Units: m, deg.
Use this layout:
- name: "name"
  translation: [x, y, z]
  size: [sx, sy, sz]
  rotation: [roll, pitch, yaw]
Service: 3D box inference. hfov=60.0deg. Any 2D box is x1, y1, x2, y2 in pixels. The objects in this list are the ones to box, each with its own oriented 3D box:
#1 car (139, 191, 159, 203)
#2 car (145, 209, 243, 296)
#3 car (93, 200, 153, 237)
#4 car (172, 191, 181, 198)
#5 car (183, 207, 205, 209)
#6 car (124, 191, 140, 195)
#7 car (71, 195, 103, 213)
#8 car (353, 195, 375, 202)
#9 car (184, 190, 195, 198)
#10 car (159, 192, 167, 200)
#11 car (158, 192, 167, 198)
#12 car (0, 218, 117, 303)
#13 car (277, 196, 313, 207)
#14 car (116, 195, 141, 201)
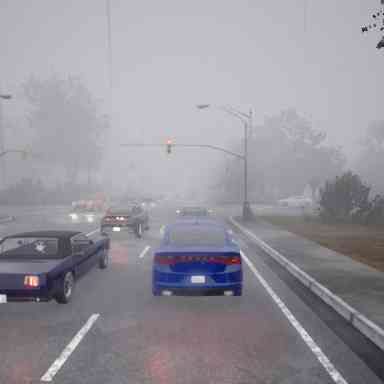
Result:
- name: "car"
  translation: [-7.016, 1.046, 55.015]
  size: [1.882, 1.535, 5.008]
  rotation: [0, 0, 0]
- name: "car"
  translation: [0.113, 1.446, 8.617]
  size: [1.882, 1.535, 5.008]
  rotation: [0, 0, 0]
- name: "car"
  translation: [-3.376, 1.402, 17.322]
  size: [1.837, 1.490, 4.892]
  rotation: [0, 0, 0]
- name: "car"
  translation: [-3.851, 0.737, 85.355]
  size: [2.033, 1.411, 5.357]
  rotation: [0, 1, -4]
- name: "car"
  translation: [0.124, 1.458, 17.599]
  size: [1.994, 1.385, 4.181]
  rotation: [0, 0, 0]
- name: "car"
  translation: [-10.507, 0.766, 57.691]
  size: [2.150, 2.045, 5.566]
  rotation: [0, 0, 0]
- name: "car"
  translation: [-10.554, 1.106, 33.706]
  size: [2.097, 1.767, 4.553]
  rotation: [0, 1, 0]
- name: "car"
  translation: [22.471, 1.174, 43.359]
  size: [4.892, 1.490, 1.837]
  rotation: [0, 1, -3]
- name: "car"
  translation: [-0.354, 0.419, 85.490]
  size: [2.150, 2.045, 5.566]
  rotation: [0, 1, -4]
- name: "car"
  translation: [-6.938, 0.984, 69.257]
  size: [1.994, 1.385, 4.181]
  rotation: [0, 1, 0]
- name: "car"
  translation: [-7.232, 0.725, 82.564]
  size: [1.882, 1.535, 5.008]
  rotation: [0, 1, -2]
- name: "car"
  translation: [-3.388, 1.573, 8.070]
  size: [1.895, 1.301, 4.718]
  rotation: [0, 0, 0]
- name: "car"
  translation: [13.283, 1.200, 42.851]
  size: [4.674, 1.442, 1.812]
  rotation: [0, 1, -3]
- name: "car"
  translation: [-7.051, 1.302, 35.465]
  size: [1.994, 1.385, 4.181]
  rotation: [0, 1, 0]
